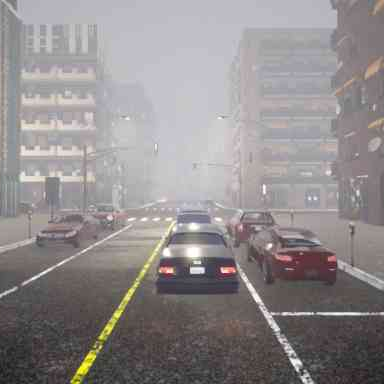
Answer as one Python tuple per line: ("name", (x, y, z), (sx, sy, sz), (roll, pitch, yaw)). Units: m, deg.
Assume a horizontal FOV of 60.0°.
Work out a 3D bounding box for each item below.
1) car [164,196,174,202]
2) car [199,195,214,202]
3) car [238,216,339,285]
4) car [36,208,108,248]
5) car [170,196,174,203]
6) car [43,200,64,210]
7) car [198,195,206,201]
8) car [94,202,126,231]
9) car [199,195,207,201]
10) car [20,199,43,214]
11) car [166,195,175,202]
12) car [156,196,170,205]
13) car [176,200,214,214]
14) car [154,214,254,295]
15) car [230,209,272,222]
("car", (-5.276, 1.575, 75.537), (1.947, 1.339, 4.313), (1, 0, 0))
("car", (2.595, 1.558, 52.880), (2.008, 1.369, 4.403), (1, 0, 0))
("car", (2.577, 1.584, 9.231), (1.802, 1.307, 4.206), (1, 0, 0))
("car", (-5.305, 1.585, 14.762), (1.802, 1.307, 4.206), (1, 0, 0))
("car", (-5.278, 1.534, 69.696), (1.752, 1.417, 4.829), (1, 0, 0))
("car", (-17.608, 1.589, 39.703), (4.313, 1.339, 1.947), (0, -1, 0))
("car", (2.609, 1.560, 86.905), (2.008, 1.369, 4.403), (1, 0, 0))
("car", (-5.305, 1.444, 20.311), (1.967, 1.590, 4.097), (1, 0, 0))
("car", (2.607, 1.554, 81.235), (1.887, 1.381, 4.507), (1, 0, 0))
("car", (-17.549, 1.240, 31.827), (5.009, 1.841, 2.192), (0, -1, 0))
("car", (-5.274, 1.554, 81.208), (1.887, 1.381, 4.507), (1, 0, 0))
("car", (-5.283, 1.533, 58.354), (1.752, 1.417, 4.829), (1, 0, 0))
("car", (0.100, 1.482, 19.529), (1.882, 1.535, 5.008), (0, 0, 0))
("car", (0.104, 1.549, 8.887), (2.033, 1.411, 5.357), (0, 0, 0))
("car", (2.581, 1.443, 14.781), (1.967, 1.590, 4.097), (1, 0, 0))
